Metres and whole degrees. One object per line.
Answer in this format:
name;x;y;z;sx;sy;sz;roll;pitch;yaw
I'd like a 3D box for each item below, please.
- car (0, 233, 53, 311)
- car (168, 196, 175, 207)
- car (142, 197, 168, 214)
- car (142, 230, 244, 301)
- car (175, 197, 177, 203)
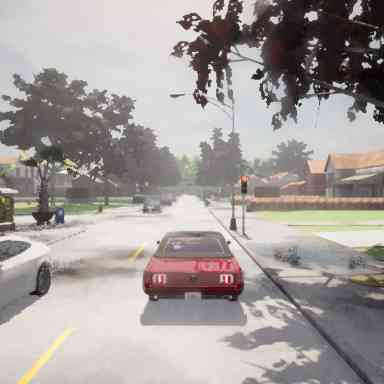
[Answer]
car;-4.106;1.526;5.942;1.812;1.442;4.674;0;0;0
car;-4.156;1.600;51.620;1.895;1.301;4.718;0;0;0
car;-4.140;1.492;35.573;2.128;1.511;4.902;0;0;0
car;0.042;1.601;8.252;1.895;1.301;4.718;0;0;1
car;-4.098;1.563;66.864;1.994;1.385;4.181;0;0;0
